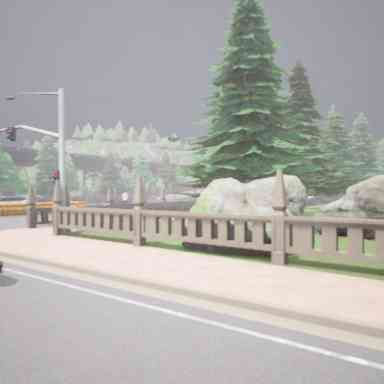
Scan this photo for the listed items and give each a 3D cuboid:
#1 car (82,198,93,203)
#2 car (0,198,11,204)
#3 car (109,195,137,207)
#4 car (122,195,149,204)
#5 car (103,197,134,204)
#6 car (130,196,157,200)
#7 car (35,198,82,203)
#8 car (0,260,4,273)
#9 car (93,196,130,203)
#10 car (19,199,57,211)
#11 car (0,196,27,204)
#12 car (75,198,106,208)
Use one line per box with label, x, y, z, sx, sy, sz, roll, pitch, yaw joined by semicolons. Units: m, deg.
car;-17.913;1.693;50.174;2.097;1.767;4.553;-1;0;35
car;-23.322;1.806;36.659;2.128;1.511;4.902;-1;0;36
car;-12.013;1.558;58.415;2.097;1.767;4.553;-1;2;36
car;-11.109;1.498;65.635;2.033;1.411;5.357;-1;3;36
car;-8.975;1.761;44.280;1.837;1.490;4.892;-1;-1;36
car;-8.054;1.603;57.923;2.128;1.511;4.902;-1;2;36
car;-17.771;1.791;44.372;1.882;1.535;5.008;-1;0;36
car;-7.235;1.634;9.133;5.357;1.411;2.033;-1;0;36
car;-12.428;1.647;51.823;2.097;1.767;4.553;-1;0;36
car;-22.801;1.873;49.363;1.837;1.490;4.892;-1;0;36
car;-23.578;1.563;42.296;2.150;2.045;5.566;-1;0;36
car;-17.319;1.824;57.012;2.128;1.511;4.902;-1;1;36
